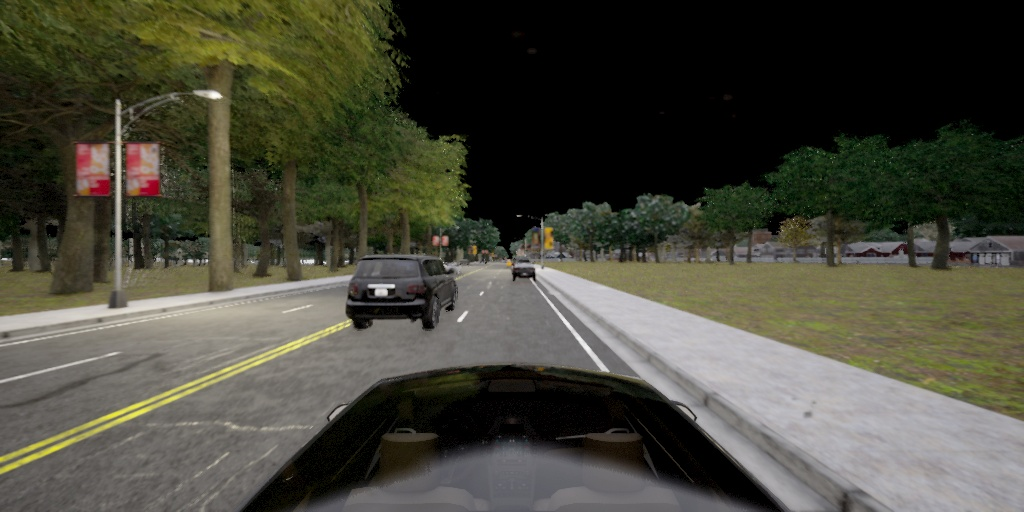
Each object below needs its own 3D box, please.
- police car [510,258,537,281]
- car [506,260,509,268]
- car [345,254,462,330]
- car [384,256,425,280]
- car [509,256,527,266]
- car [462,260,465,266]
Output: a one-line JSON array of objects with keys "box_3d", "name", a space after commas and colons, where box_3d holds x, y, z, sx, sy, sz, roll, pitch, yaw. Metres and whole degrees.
[{"box_3d": [0.977, 1.190, 29.978, 1.930, 1.638, 5.238, 0, 0, 0], "name": "police car"}, {"box_3d": [0.006, 1.308, 65.014, 1.882, 1.535, 5.008, 0, 0, 0], "name": "car"}, {"box_3d": [-3.149, 0.974, 11.323, 2.150, 2.045, 5.566, 0, 0, 0], "name": "car"}, {"box_3d": [-9.843, 0.988, 33.402, 2.150, 2.045, 5.566, 0, 0, 0], "name": "car"}, {"box_3d": [0.978, 1.126, 39.838, 2.097, 1.767, 4.553, 0, 0, 0], "name": "car"}, {"box_3d": [-6.584, 1.375, 38.592, 1.895, 1.301, 4.718, 0, 0, 0], "name": "car"}]
